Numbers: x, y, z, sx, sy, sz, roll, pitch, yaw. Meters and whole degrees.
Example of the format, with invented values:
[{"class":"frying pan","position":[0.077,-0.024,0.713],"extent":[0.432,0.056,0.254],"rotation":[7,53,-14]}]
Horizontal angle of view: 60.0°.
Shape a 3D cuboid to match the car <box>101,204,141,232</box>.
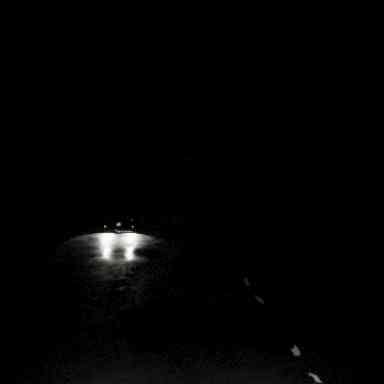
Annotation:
[{"class":"car","position":[-4.017,1.517,19.378],"extent":[1.994,1.385,4.181],"rotation":[1,-1,-6]}]
